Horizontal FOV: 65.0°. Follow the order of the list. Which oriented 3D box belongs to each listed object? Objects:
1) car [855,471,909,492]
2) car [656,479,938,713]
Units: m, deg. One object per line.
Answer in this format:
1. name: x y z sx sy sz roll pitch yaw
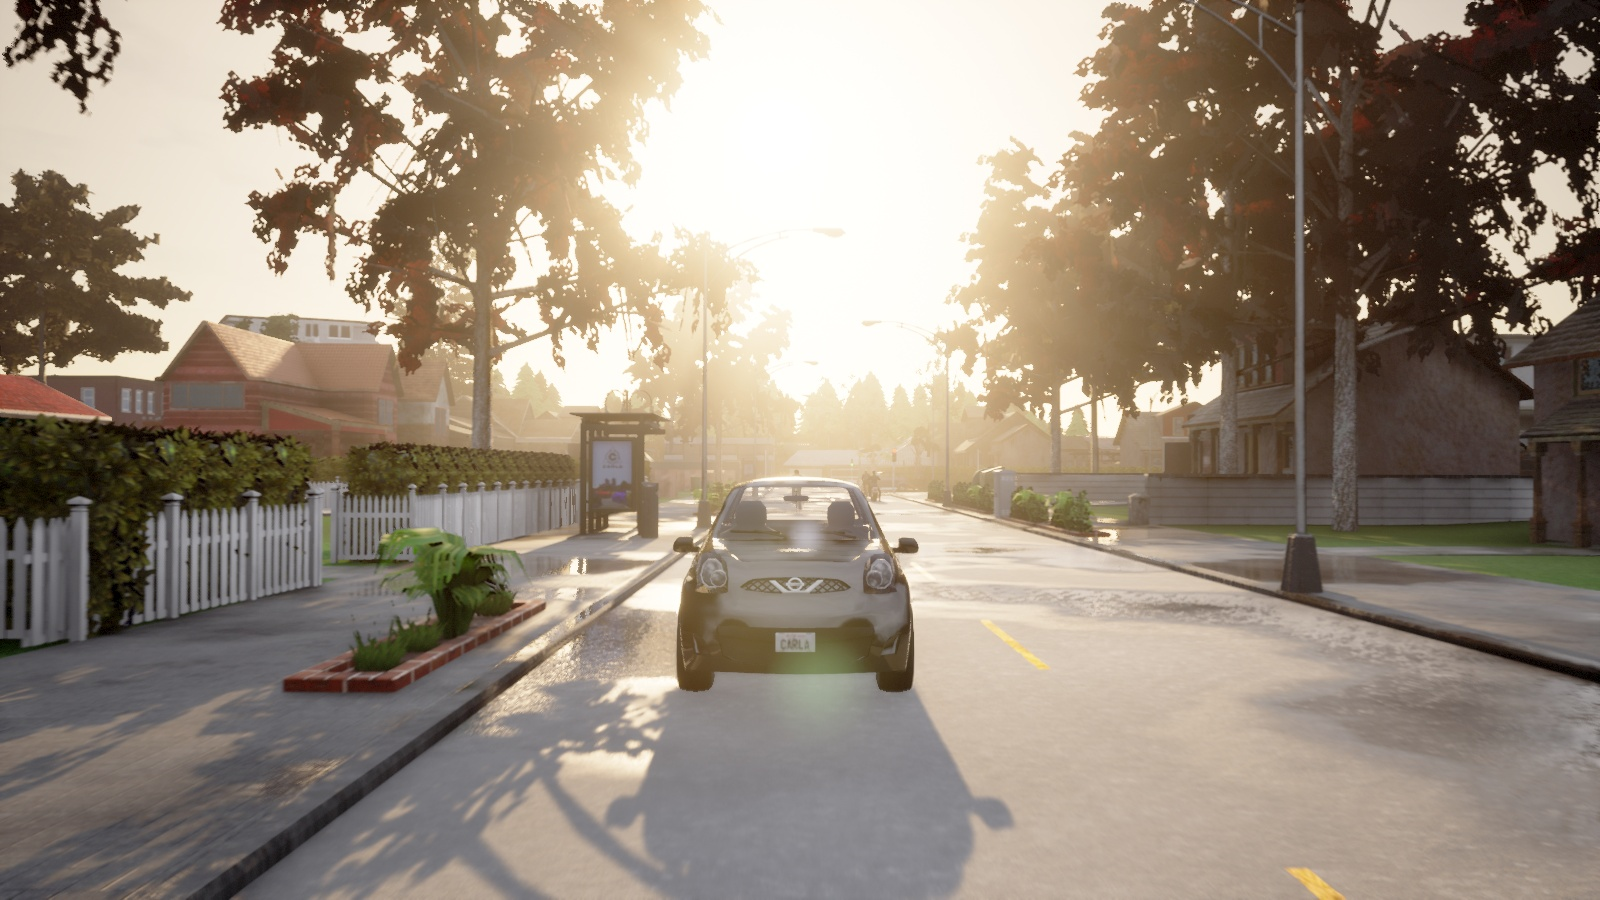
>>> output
1. car: 6.182 2.355 94.774 3.705 1.549 1.789 0 -1 -19
2. car: -0.025 0.997 10.052 1.845 1.501 3.633 0 -1 0
